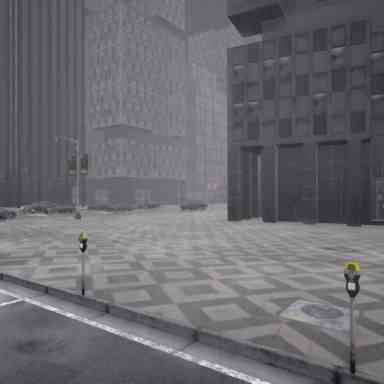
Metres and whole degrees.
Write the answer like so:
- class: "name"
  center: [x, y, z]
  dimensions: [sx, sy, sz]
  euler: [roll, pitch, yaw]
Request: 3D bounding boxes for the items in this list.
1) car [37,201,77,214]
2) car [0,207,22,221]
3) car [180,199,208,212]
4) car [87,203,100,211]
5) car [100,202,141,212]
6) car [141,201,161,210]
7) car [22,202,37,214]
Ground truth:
- class: "car"
  center: [-16.659, 2.060, 41.763]
  dimensions: [1.994, 1.385, 4.181]
  euler: [0, -1, 35]
- class: "car"
  center: [-17.592, 1.840, 28.947]
  dimensions: [1.994, 1.385, 4.181]
  euler: [0, -1, 36]
- class: "car"
  center: [0.346, 2.082, 53.980]
  dimensions: [2.150, 2.045, 5.566]
  euler: [0, -1, 36]
- class: "car"
  center: [-13.780, 2.284, 51.335]
  dimensions: [1.895, 1.301, 4.718]
  euler: [0, -1, 36]
- class: "car"
  center: [-10.696, 2.238, 50.060]
  dimensions: [2.033, 1.411, 5.357]
  euler: [0, -1, 36]
- class: "car"
  center: [-7.769, 2.356, 59.644]
  dimensions: [1.882, 1.535, 5.008]
  euler: [0, -1, 36]
- class: "car"
  center: [-19.644, 1.983, 43.158]
  dimensions: [2.128, 1.511, 4.902]
  euler: [0, -1, 36]
